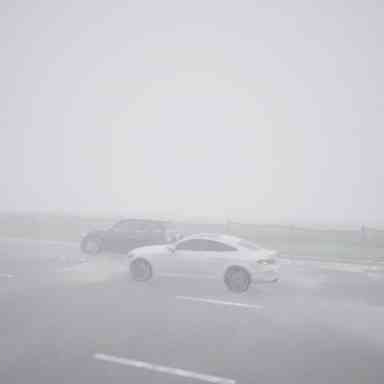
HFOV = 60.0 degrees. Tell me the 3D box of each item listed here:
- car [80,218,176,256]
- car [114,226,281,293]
[{"bbox_3d":[-2.608,1.920,14.718,4.553,1.767,2.097,1,-3,19],"label":"car"},{"bbox_3d":[0.274,1.984,10.056,4.674,1.442,1.812,1,-3,19],"label":"car"}]
